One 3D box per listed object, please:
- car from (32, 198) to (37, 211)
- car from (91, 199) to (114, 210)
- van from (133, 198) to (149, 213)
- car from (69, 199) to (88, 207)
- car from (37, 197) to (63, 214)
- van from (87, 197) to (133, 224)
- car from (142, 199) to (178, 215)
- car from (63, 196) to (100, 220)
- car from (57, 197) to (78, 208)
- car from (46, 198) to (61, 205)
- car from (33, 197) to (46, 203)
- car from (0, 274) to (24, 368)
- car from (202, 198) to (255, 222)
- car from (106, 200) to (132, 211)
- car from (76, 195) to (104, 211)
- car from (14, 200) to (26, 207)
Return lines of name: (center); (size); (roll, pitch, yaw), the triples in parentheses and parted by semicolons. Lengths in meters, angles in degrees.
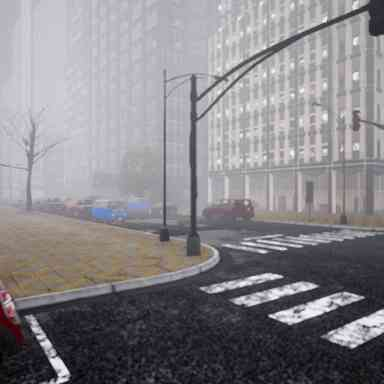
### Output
car: (-20.117, 1.745, 44.810); (1.967, 1.590, 4.097); (0, 0, -36)
car: (-13.468, 1.844, 49.915); (1.752, 1.417, 4.829); (0, 0, -36)
van: (-6.606, 1.586, 40.605); (1.690, 1.788, 3.998); (0, 0, -36)
car: (-20.128, 1.940, 58.950); (2.008, 1.369, 4.403); (0, 0, -36)
car: (-16.737, 1.584, 40.224); (2.192, 1.841, 5.009); (0, 0, -36)
van: (-6.594, 1.499, 26.465); (1.690, 1.788, 3.998); (0, 0, -36)
car: (-3.224, 1.758, 36.019); (2.008, 1.369, 4.403); (0, 0, -36)
car: (-9.975, 1.510, 31.051); (2.192, 1.841, 5.009); (0, 0, -36)
car: (-20.728, 1.721, 55.240); (2.097, 1.767, 4.553); (0, 0, -36)
car: (-30.271, 2.061, 72.710); (1.947, 1.339, 4.313); (0, 0, -36)
car: (-39.033, 2.063, 85.125); (1.882, 1.535, 5.008); (0, 0, -36)
car: (-4.188, 1.440, 3.569); (4.097, 1.590, 1.967); (0, 0, -36)
car: (2.951, 1.454, 27.639); (2.192, 1.841, 5.009); (0, 0, -36)
car: (-9.986, 1.847, 45.192); (1.947, 1.339, 4.313); (0, 0, -36)
car: (-14.421, 1.523, 46.755); (2.150, 2.045, 5.566); (0, 0, -36)
car: (-30.258, 1.994, 58.569); (1.802, 1.307, 4.206); (0, 0, -36)
